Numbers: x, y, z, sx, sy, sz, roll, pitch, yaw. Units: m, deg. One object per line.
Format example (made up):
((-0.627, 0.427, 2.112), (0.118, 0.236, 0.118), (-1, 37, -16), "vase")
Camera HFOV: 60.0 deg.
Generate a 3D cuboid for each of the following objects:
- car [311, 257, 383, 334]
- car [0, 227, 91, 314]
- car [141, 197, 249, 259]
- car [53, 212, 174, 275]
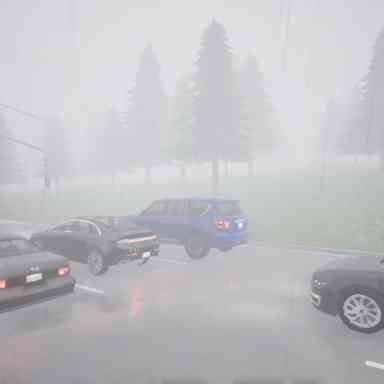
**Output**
((4.407, 1.503, 5.147), (4.892, 1.490, 1.837), (-1, 0, 35), "car")
((-4.807, 1.547, 7.285), (5.357, 1.411, 2.033), (0, 0, 36), "car")
((-0.540, 1.221, 12.837), (5.566, 2.045, 2.150), (0, 0, 35), "car")
((-3.211, 1.492, 10.451), (4.902, 1.511, 2.128), (0, 0, 36), "car")
